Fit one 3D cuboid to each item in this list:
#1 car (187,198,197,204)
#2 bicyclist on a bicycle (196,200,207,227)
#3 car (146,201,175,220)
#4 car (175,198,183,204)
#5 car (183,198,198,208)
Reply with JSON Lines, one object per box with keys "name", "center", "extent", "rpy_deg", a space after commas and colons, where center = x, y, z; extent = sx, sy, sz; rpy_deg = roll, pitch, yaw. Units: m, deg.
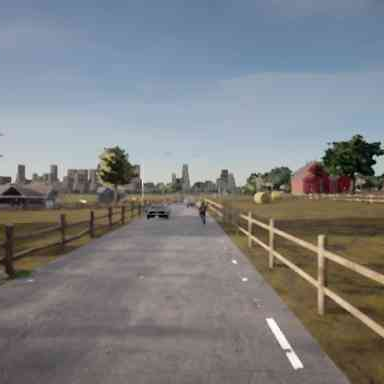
{"name": "car", "center": [0.010, 2.009, 74.927], "extent": [1.994, 1.385, 4.181], "rpy_deg": [0, -1, 0]}
{"name": "bicyclist on a bicycle", "center": [0.758, 1.540, 22.442], "extent": [0.582, 1.620, 1.656], "rpy_deg": [0, -1, 0]}
{"name": "car", "center": [-2.844, 1.723, 29.238], "extent": [1.895, 1.301, 4.718], "rpy_deg": [0, 0, 0]}
{"name": "car", "center": [-2.741, 1.966, 71.086], "extent": [1.994, 1.385, 4.181], "rpy_deg": [0, -1, 0]}
{"name": "car", "center": [0.054, 1.833, 54.890], "extent": [2.033, 1.411, 5.357], "rpy_deg": [0, 0, 1]}
